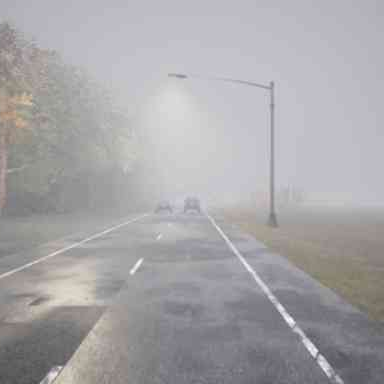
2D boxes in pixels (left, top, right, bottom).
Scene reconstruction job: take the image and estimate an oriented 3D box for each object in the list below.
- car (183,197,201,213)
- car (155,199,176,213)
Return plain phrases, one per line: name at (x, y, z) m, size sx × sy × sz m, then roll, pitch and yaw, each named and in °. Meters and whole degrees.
car at (0.011, 1.588, 42.361) m, size 2.150 × 2.045 × 5.566 m, roll 0°, pitch 0°, yaw 0°
car at (-3.488, 1.721, 42.684) m, size 2.097 × 1.767 × 4.553 m, roll 0°, pitch 0°, yaw 0°
